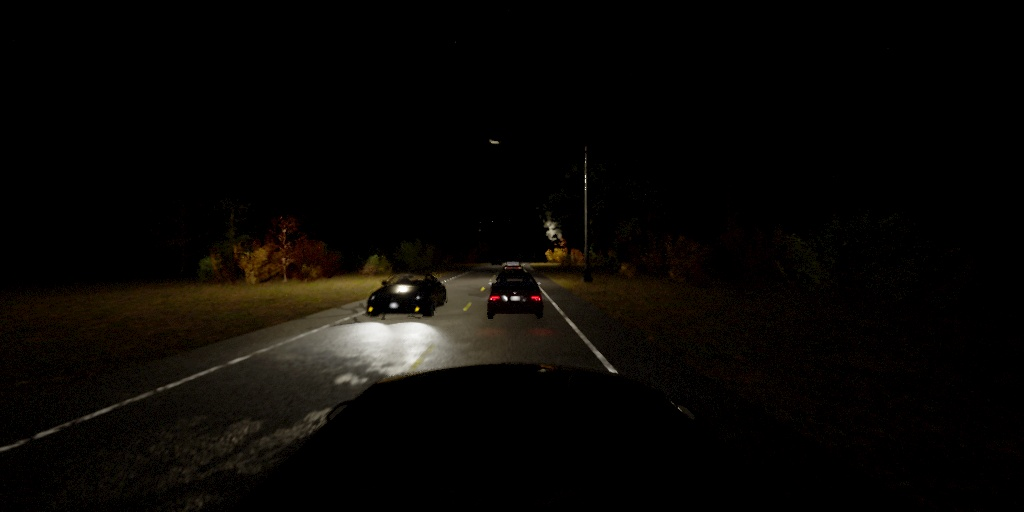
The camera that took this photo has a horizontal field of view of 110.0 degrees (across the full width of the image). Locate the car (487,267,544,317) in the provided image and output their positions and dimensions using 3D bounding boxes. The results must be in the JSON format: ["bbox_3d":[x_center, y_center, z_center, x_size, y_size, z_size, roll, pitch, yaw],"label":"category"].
[{"bbox_3d":[0.095,1.293,13.037,2.033,1.411,5.357,0,0,0],"label":"car"}]

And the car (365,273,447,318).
[{"bbox_3d":[-3.604,1.309,12.905,1.994,1.385,4.181,0,0,0],"label":"car"}]

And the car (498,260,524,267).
[{"bbox_3d":[0.088,1.230,32.978,2.128,1.511,4.902,0,0,0],"label":"car"}]
